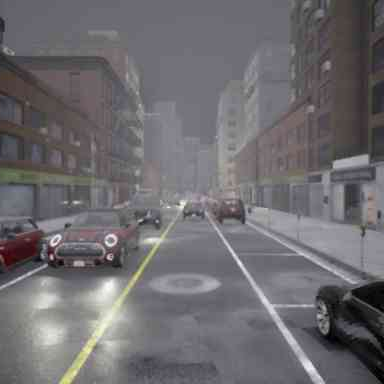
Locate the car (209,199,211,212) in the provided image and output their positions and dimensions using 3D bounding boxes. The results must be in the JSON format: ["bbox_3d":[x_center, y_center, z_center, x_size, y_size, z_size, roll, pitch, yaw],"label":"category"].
[{"bbox_3d":[2.905,1.582,31.312,1.752,1.417,4.829,-1,0,0],"label":"car"}]

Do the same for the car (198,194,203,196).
[{"bbox_3d":[2.470,1.703,66.049,1.812,1.442,4.674,0,0,0],"label":"car"}]

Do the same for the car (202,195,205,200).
[{"bbox_3d":[2.944,1.567,53.128,1.967,1.590,4.097,-1,0,0],"label":"car"}]

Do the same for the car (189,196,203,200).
[{"bbox_3d":[0.182,1.621,44.591,1.812,1.442,4.674,0,0,0],"label":"car"}]

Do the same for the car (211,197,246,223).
[{"bbox_3d":[2.894,1.358,25.645,2.192,1.841,5.009,0,0,0],"label":"car"}]

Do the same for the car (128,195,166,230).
[{"bbox_3d":[-3.033,1.252,21.751,2.150,2.045,5.566,0,0,-3],"label":"car"}]

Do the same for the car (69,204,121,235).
[{"bbox_3d":[-5.640,1.551,19.992,1.752,1.417,4.829,0,0,0],"label":"car"}]

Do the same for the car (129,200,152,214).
[{"bbox_3d":[-5.610,1.592,36.483,1.752,1.417,4.829,-1,0,0],"label":"car"}]

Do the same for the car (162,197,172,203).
[{"bbox_3d":[-5.540,1.778,75.130,1.947,1.339,4.313,-1,0,0],"label":"car"}]

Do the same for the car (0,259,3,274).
[{"bbox_3d":[-3.099,1.492,1.076,2.128,1.511,4.902,0,0,0],"label":"car"}]

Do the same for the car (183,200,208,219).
[{"bbox_3d":[0.154,1.652,29.873,1.895,1.301,4.718,0,0,0],"label":"car"}]

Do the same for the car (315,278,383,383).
[{"bbox_3d":[2.856,1.571,3.657,1.947,1.339,4.313,0,0,0],"label":"car"}]

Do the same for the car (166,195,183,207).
[{"bbox_3d":[-2.960,1.637,55.655,1.837,1.490,4.892,0,0,1],"label":"car"}]

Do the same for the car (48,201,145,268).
[{"bbox_3d":[-3.072,1.364,11.315,2.097,1.767,4.553,0,0,0],"label":"car"}]

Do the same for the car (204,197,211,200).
[{"bbox_3d":[2.925,1.634,42.135,1.887,1.381,4.507,-1,0,0],"label":"car"}]

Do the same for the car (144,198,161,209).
[{"bbox_3d":[-5.590,1.647,47.647,1.887,1.381,4.507,-1,0,0],"label":"car"}]

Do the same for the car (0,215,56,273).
[{"bbox_3d":[-5.660,1.447,9.169,1.967,1.590,4.097,0,0,0],"label":"car"}]

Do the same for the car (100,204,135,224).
[{"bbox_3d":[-5.629,1.620,25.659,1.802,1.307,4.206,0,0,0],"label":"car"}]

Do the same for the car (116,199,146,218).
[{"bbox_3d":[-5.621,1.491,31.157,1.967,1.590,4.097,0,0,0],"label":"car"}]

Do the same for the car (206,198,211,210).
[{"bbox_3d":[2.915,1.623,36.638,2.008,1.369,4.403,-1,0,0],"label":"car"}]
